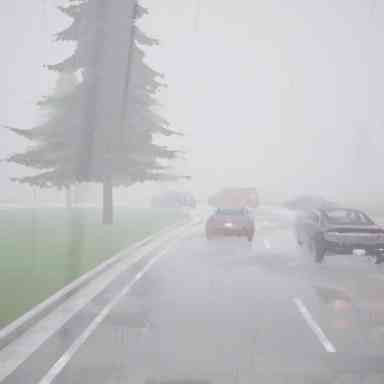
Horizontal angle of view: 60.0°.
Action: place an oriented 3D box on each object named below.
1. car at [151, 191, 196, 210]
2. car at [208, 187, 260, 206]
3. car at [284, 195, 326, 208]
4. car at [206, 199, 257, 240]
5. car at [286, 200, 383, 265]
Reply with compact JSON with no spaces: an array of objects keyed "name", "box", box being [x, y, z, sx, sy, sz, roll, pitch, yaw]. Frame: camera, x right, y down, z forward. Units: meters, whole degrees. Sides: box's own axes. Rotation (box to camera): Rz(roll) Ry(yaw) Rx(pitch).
[{"name":"car","box":[-1.837,0.653,31.419,4.553,1.767,2.097,1,2,43]},{"name":"car","box":[3.804,0.539,30.876,2.150,2.045,5.566,0,1,-33]},{"name":"car","box":[9.265,0.965,26.542,2.033,1.411,5.357,0,1,-10]},{"name":"car","box":[1.809,1.228,15.063,1.994,1.385,4.181,0,1,10]},{"name":"car","box":[4.609,1.253,10.845,2.128,1.511,4.902,0,1,9]}]
